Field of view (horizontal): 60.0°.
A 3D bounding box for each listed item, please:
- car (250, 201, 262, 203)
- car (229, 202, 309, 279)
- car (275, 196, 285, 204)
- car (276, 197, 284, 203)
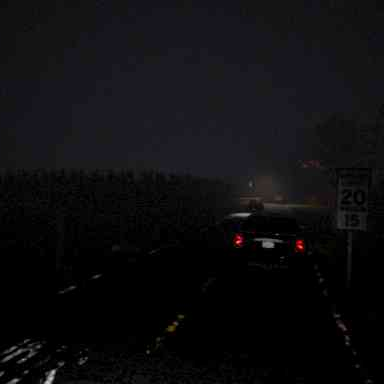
[{"bbox_3d":[7.810,1.809,40.958,1.895,1.301,4.718,2,0,15],"label":"car"},{"bbox_3d":[2.544,1.416,10.726,2.097,1.767,4.553,2,0,15],"label":"car"},{"bbox_3d":[20.715,1.914,78.359,2.150,2.045,5.566,2,0,15],"label":"car"},{"bbox_3d":[23.405,2.187,88.397,1.837,1.490,4.892,2,0,15],"label":"car"}]
